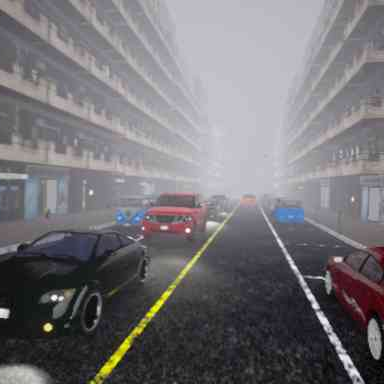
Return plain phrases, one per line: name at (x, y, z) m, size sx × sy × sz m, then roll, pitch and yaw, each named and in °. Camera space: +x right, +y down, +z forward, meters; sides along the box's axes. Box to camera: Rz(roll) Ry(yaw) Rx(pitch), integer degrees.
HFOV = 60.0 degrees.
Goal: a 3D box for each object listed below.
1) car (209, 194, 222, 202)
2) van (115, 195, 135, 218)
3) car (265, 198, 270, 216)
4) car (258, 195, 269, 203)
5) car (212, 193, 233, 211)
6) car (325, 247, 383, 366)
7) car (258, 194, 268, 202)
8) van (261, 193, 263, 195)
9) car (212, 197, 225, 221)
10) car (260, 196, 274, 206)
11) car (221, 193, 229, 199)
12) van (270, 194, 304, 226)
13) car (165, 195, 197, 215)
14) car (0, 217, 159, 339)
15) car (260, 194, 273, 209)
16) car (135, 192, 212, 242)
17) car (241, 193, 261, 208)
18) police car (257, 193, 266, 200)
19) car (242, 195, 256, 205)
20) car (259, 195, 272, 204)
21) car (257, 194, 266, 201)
car at (4.044, 1.051, 57.399) m, size 1.802 × 1.307 × 4.206 m, roll 1°, pitch 1°, yaw 10°
van at (-2.787, 1.050, 18.195) m, size 1.690 × 1.788 × 3.998 m, roll 1°, pitch 1°, yaw 10°
car at (7.397, 1.473, 27.956) m, size 1.802 × 1.307 × 4.206 m, roll 1°, pitch 1°, yaw 10°
car at (13.274, 1.276, 61.555) m, size 1.802 × 1.307 × 4.206 m, roll 1°, pitch 0°, yaw 10°
car at (2.837, 1.030, 35.113) m, size 2.097 × 1.767 × 4.553 m, roll 2°, pitch 1°, yaw 10°
car at (3.487, 1.585, 5.556) m, size 1.887 × 1.381 × 4.507 m, roll 1°, pitch 1°, yaw 10°
car at (14.254, 1.209, 67.154) m, size 1.887 × 1.381 × 4.507 m, roll 1°, pitch 0°, yaw 10°
van at (10.340, 1.130, 44.754) m, size 1.690 × 1.788 × 3.998 m, roll 1°, pitch 1°, yaw 10°
car at (1.041, 1.305, 25.042) m, size 1.994 × 1.385 × 4.181 m, roll 2°, pitch 1°, yaw 11°
car at (11.315, 1.338, 50.355) m, size 1.802 × 1.307 × 4.206 m, roll 1°, pitch 1°, yaw 10°
car at (7.933, 0.877, 79.631) m, size 1.752 × 1.417 × 4.829 m, roll 1°, pitch 0°, yaw 10°
van at (6.424, 1.269, 22.354) m, size 1.690 × 1.788 × 3.998 m, roll 1°, pitch 1°, yaw 10°
car at (-0.861, 1.076, 29.401) m, size 1.967 × 1.590 × 4.097 m, roll 1°, pitch 1°, yaw 10°
car at (-2.242, 1.428, 6.433) m, size 1.994 × 1.385 × 4.181 m, roll 2°, pitch 1°, yaw 10°
car at (9.387, 1.346, 39.323) m, size 1.752 × 1.417 × 4.829 m, roll 1°, pitch 1°, yaw 10°
car at (-0.606, 1.023, 15.682) m, size 2.150 × 2.045 × 5.566 m, roll 2°, pitch 1°, yaw 10°
car at (7.472, 1.073, 43.367) m, size 2.097 × 1.767 × 4.553 m, roll 2°, pitch 1°, yaw 10°
police car at (17.624, 1.011, 84.549) m, size 1.930 × 1.638 × 5.238 m, roll 2°, pitch 1°, yaw 10°
car at (9.151, 1.212, 52.959) m, size 2.033 × 1.411 × 5.357 m, roll 2°, pitch 1°, yaw 10°
car at (12.295, 1.290, 55.955) m, size 1.947 × 1.339 × 4.313 m, roll 1°, pitch 0°, yaw 10°
car at (15.233, 1.217, 72.754) m, size 1.802 × 1.307 × 4.206 m, roll 1°, pitch 0°, yaw 10°
